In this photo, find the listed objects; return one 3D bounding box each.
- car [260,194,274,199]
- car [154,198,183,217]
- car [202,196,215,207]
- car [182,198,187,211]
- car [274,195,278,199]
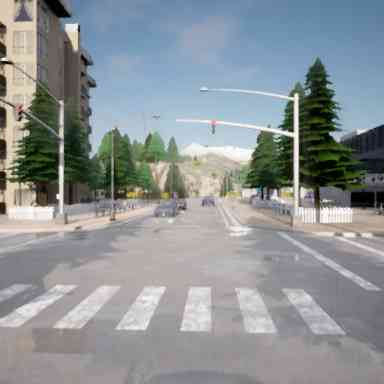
[{"bbox_3d":[18.449,1.446,82.574,1.845,1.501,3.633,0,0,4],"label":"car"},{"bbox_3d":[-2.338,1.596,31.948,2.033,1.411,5.357,0,0,4],"label":"car"},{"bbox_3d":[2.650,1.411,53.924,2.097,1.767,4.553,0,0,4],"label":"car"},{"bbox_3d":[-1.692,1.545,42.013,2.128,1.511,4.902,0,0,4],"label":"car"},{"bbox_3d":[21.964,1.460,89.757,1.970,1.475,3.806,0,0,4],"label":"car"}]
